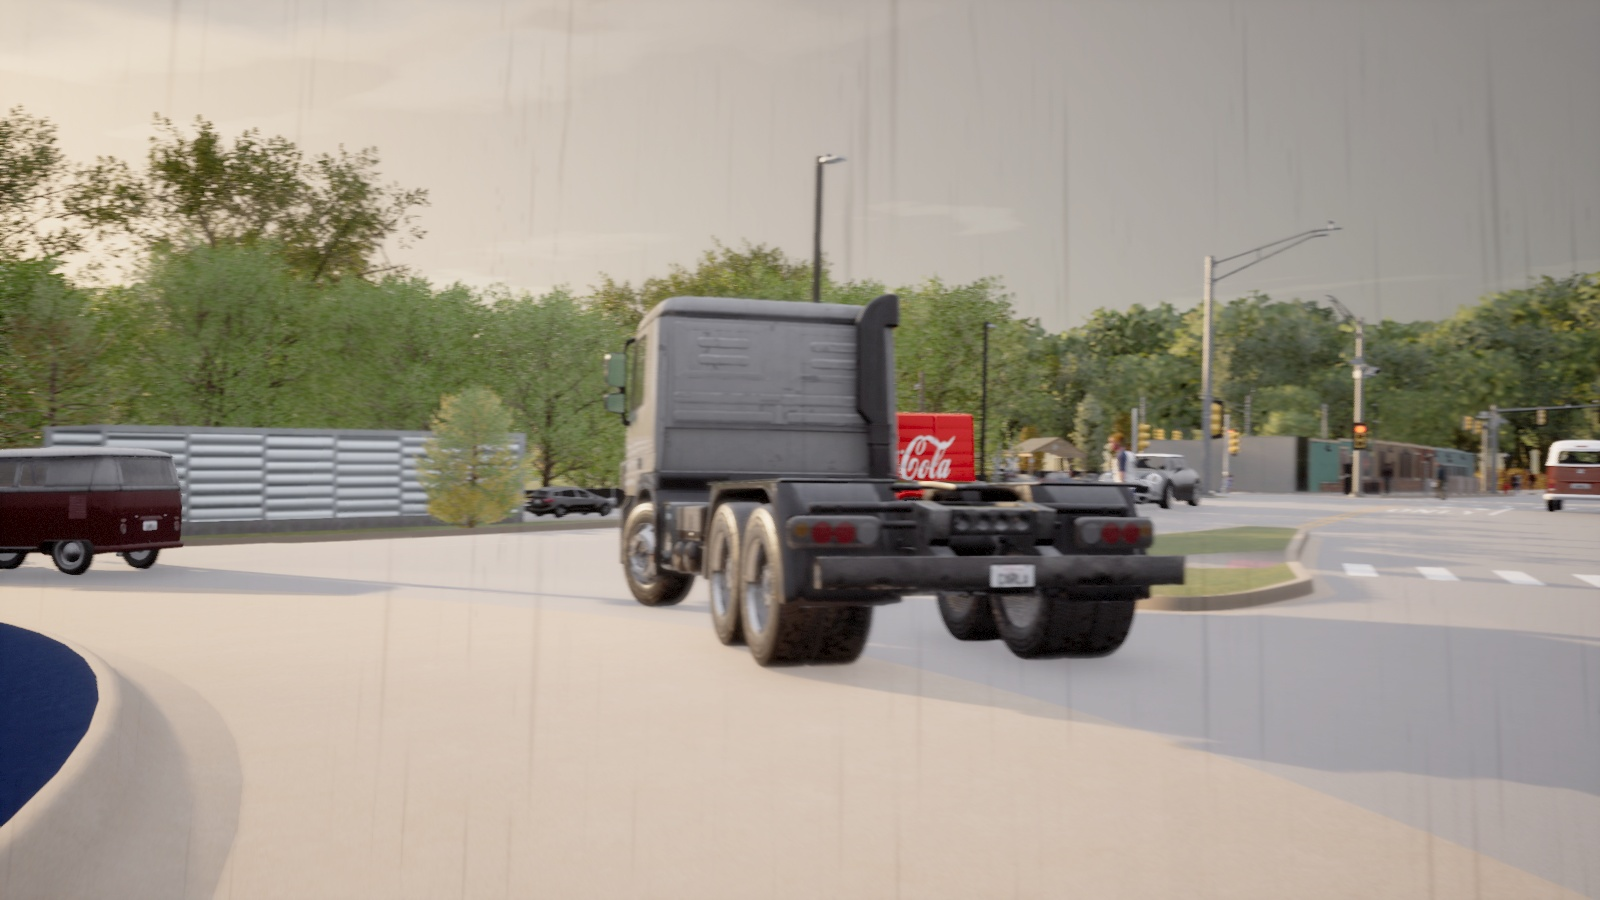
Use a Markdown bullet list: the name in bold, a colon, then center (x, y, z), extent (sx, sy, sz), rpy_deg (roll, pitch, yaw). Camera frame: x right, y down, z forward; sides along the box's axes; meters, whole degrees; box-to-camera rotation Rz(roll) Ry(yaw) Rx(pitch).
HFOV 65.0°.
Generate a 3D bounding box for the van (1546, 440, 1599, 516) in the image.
- **van**: center (22.830, 0.802, 36.030), extent (2.069, 2.038, 4.480), rpy_deg (1, -1, 36)

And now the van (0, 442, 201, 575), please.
- **van**: center (-12.150, 0.941, 20.095), extent (4.442, 1.987, 1.775), rpy_deg (-1, -2, 11)

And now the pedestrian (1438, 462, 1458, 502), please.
- **pedestrian**: center (30.780, 1.512, 59.620), extent (0.726, 1.842, 0.402), rpy_deg (1, -2, 44)

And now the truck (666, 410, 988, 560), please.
- **truck**: center (0.458, 0.536, 22.739), extent (5.204, 2.467, 2.627), rpy_deg (0, 1, -22)

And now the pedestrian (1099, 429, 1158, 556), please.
- **pedestrian**: center (4.833, 0.616, 18.482), extent (0.706, 1.836, 0.354), rpy_deg (1, -1, 36)

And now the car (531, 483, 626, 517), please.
- **car**: center (-12.065, 2.715, 68.626), extent (4.611, 1.667, 2.242), rpy_deg (1, 0, -45)

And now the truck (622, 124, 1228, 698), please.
- **truck**: center (0.358, -0.082, 11.763), extent (2.891, 3.462, 7.936), rpy_deg (1, -2, -16)

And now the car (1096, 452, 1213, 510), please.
- **car**: center (9.841, 0.809, 34.657), extent (1.970, 1.475, 3.806), rpy_deg (1, 0, 34)

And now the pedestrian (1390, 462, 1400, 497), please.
- **pedestrian**: center (33.980, 1.687, 71.695), extent (0.402, 1.930, 0.666), rpy_deg (1, -1, 36)
